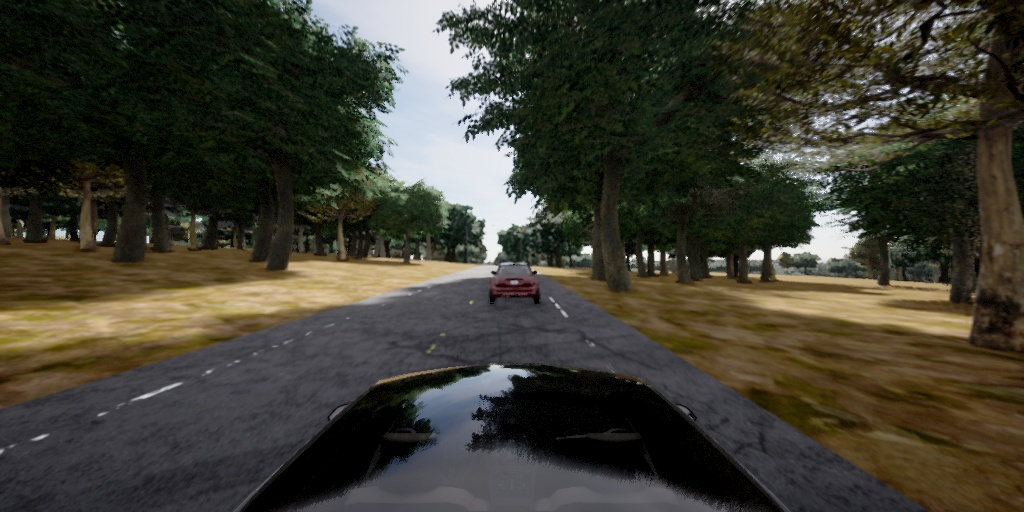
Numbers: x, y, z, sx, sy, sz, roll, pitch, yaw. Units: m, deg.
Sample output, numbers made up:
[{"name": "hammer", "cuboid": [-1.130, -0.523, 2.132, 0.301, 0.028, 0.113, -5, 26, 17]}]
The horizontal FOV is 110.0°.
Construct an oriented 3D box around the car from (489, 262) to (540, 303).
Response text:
[{"name": "car", "cuboid": [0.102, 1.056, 16.360, 2.097, 1.767, 4.553, 0, 0, 0]}]
